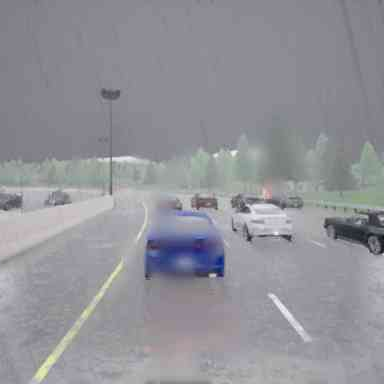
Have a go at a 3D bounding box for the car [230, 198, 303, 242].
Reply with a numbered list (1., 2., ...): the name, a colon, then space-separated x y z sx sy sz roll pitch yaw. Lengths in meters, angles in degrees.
1. car: 2.948 1.221 14.565 1.812 1.442 4.674 0 1 -4

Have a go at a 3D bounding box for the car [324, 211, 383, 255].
1. car: 6.635 1.347 12.042 1.895 1.301 4.718 0 1 -3

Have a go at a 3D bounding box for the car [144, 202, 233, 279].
1. car: -0.237 1.280 9.444 1.882 1.535 5.008 0 1 -2

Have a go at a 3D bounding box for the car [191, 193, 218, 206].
1. car: 1.057 0.834 31.091 1.882 1.535 5.008 0 1 -9

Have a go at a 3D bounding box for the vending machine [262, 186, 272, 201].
1. vending machine: 10.441 0.239 46.081 1.100 2.100 0.880 0 1 -12

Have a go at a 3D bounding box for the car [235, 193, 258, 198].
1. car: 4.772 0.886 29.847 1.837 1.490 4.892 0 1 -8

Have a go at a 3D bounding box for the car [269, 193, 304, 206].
1. car: 8.278 0.866 30.042 2.128 1.511 4.902 0 1 -8

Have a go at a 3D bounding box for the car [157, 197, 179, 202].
1. car: -1.980 1.028 27.750 1.895 1.301 4.718 0 1 -8
